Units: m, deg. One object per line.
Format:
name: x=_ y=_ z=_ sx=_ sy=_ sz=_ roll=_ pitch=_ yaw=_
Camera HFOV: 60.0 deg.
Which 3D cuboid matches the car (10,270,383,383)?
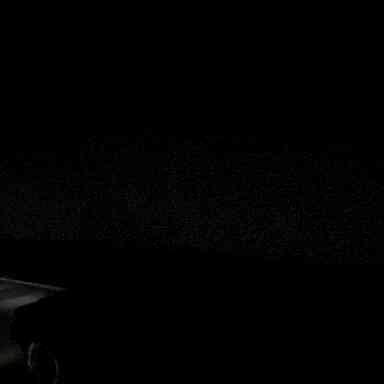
car: x=0.109 y=1.594 z=3.634 sx=4.718 sy=1.301 sz=1.895 roll=0 pitch=0 yaw=33
